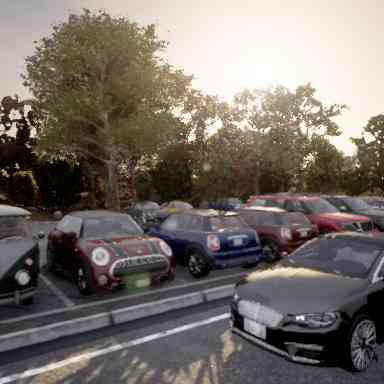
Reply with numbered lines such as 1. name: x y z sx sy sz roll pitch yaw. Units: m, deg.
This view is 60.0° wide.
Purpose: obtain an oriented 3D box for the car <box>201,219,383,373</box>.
1. car: 2.798 1.470 5.677 4.902 1.511 2.128 0 0 -35

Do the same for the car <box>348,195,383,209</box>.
1. car: 23.613 1.271 43.691 1.946 1.575 5.366 -1 0 -36

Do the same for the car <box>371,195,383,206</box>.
1. car: 28.243 1.218 46.766 2.231 1.521 4.892 -1 0 -36

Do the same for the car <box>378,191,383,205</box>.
1. car: 30.511 0.934 48.359 2.435 2.045 5.566 -1 0 -36

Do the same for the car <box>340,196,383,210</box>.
1. car: 21.482 1.330 41.906 2.163 1.488 4.792 0 0 -36

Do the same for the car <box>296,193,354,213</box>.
1. car: 14.667 1.100 37.105 2.435 2.045 5.566 0 0 -36

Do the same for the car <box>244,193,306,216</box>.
1. car: 7.892 1.131 32.264 2.435 2.045 5.566 0 0 -36

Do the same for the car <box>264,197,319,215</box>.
1. car: 10.060 1.369 34.006 1.946 1.575 5.366 0 0 -36

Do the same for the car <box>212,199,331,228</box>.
1. car: 2.263 1.316 12.089 2.185 1.767 4.553 0 0 -36

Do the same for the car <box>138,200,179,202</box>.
1. car: -3.386 1.434 24.175 2.231 1.521 4.892 0 0 -36

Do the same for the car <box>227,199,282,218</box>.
1. car: 5.668 1.422 30.604 2.163 1.488 4.792 0 0 -36

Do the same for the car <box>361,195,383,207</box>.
1. car: 25.982 1.247 45.152 2.097 1.535 5.008 -1 0 -36

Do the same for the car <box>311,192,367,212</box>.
1. car: 16.959 1.085 38.674 2.435 2.045 5.566 0 0 -36

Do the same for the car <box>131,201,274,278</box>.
1. car: -0.018 1.326 10.459 2.185 1.767 4.553 0 0 -36

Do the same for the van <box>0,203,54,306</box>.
1. van: -4.530 1.247 7.129 1.878 1.987 4.442 0 0 -36

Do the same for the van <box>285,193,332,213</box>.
1. van: 12.357 1.136 35.563 1.878 1.987 4.442 0 0 -36

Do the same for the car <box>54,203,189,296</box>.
1. car: -2.335 1.337 8.880 2.185 1.767 4.553 0 0 -36

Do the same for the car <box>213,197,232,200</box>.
1. car: 3.374 1.277 29.037 2.185 1.767 4.553 0 0 -36

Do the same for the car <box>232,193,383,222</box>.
1. car: 4.541 1.180 13.721 2.435 2.045 5.566 0 0 -36

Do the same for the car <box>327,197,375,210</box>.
1. car: 19.184 1.349 40.335 2.163 1.488 4.792 0 0 -36
